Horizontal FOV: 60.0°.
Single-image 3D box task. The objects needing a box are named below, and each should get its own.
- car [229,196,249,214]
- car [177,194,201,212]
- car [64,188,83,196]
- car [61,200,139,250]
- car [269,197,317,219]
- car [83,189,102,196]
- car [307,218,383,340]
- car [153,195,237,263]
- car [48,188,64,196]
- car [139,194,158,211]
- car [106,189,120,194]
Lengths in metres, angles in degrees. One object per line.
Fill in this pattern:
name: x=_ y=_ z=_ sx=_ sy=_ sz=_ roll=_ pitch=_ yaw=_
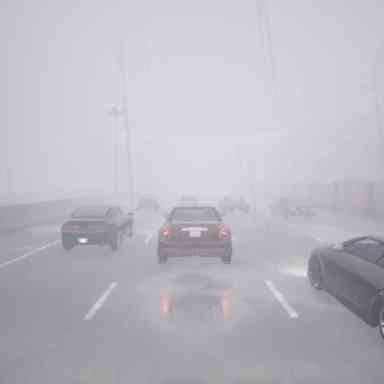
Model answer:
car: x=3.280 y=0.996 z=26.917 sx=1.895 sy=1.301 sz=4.718 roll=0 pitch=1 yaw=-1
car: x=-0.274 y=0.910 z=29.086 sx=1.994 sy=1.385 sz=4.181 roll=0 pitch=1 yaw=-1
car: x=-22.215 y=0.004 z=64.052 sx=2.128 sy=1.511 sz=4.902 roll=0 pitch=1 yaw=-1
car: x=-3.455 y=1.213 z=12.872 sx=1.837 sy=1.490 sz=4.892 roll=0 pitch=1 yaw=-1
car: x=6.867 y=1.027 z=23.140 sx=2.033 sy=1.411 sz=5.357 roll=0 pitch=1 yaw=-1
car: x=-18.716 y=0.116 z=64.138 sx=2.033 sy=1.411 sz=5.357 roll=0 pitch=1 yaw=-1
car: x=3.595 y=1.430 z=5.848 sx=1.994 sy=1.385 sz=4.181 roll=0 pitch=1 yaw=0
car: x=0.062 y=1.100 z=11.086 sx=2.097 sy=1.767 sz=4.553 roll=0 pitch=1 yaw=0
car: x=-25.714 y=-0.089 z=63.966 sx=2.033 sy=1.411 sz=5.357 roll=0 pitch=1 yaw=-1
car: x=-3.797 y=0.862 z=29.504 sx=1.812 sy=1.442 sz=4.674 roll=0 pitch=1 yaw=-1
car: x=-15.217 y=0.114 z=64.222 sx=2.033 sy=1.411 sz=5.357 roll=0 pitch=1 yaw=-1
